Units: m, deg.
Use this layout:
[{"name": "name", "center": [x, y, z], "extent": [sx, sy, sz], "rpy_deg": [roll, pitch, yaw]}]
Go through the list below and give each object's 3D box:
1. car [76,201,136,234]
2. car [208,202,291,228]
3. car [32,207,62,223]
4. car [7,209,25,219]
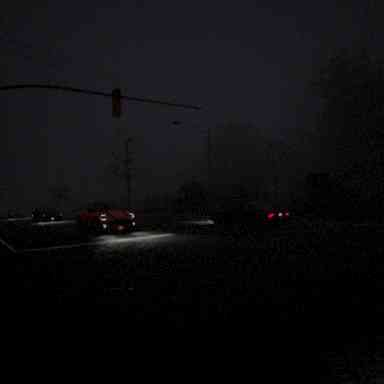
[{"name": "car", "center": [-5.001, 1.326, 19.064], "extent": [2.097, 1.767, 4.553], "rpy_deg": [-2, 0, -36]}, {"name": "car", "center": [3.244, 1.286, 19.708], "extent": [2.033, 1.411, 5.357], "rpy_deg": [-2, 0, -35]}, {"name": "car", "center": [-13.818, 2.096, 31.466], "extent": [2.033, 1.411, 5.357], "rpy_deg": [-2, -2, -35]}, {"name": "car", "center": [-25.477, 3.119, 48.051], "extent": [1.812, 1.442, 4.674], "rpy_deg": [-2, -2, -35]}]
